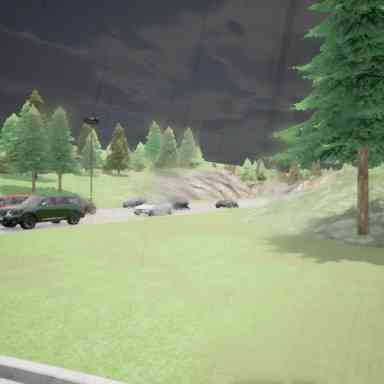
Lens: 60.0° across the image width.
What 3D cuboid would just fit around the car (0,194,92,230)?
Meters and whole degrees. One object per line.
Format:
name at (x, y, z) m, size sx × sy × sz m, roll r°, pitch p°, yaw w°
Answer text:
car at (-9.660, 1.222, 21.815) m, size 2.150 × 2.045 × 5.566 m, roll 0°, pitch 0°, yaw 31°

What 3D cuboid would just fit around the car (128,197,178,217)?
car at (-3.624, 1.526, 31.904) m, size 1.812 × 1.442 × 4.674 m, roll 0°, pitch 0°, yaw 31°

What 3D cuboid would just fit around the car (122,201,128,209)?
car at (-7.568, 1.525, 45.733) m, size 1.812 × 1.442 × 4.674 m, roll 0°, pitch 0°, yaw 31°

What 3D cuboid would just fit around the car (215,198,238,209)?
car at (4.804, 1.564, 45.900) m, size 1.994 × 1.385 × 4.181 m, roll 0°, pitch 0°, yaw 31°

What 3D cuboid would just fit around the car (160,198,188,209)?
car at (-2.478, 1.564, 47.396) m, size 1.994 × 1.385 × 4.181 m, roll 0°, pitch 0°, yaw 31°

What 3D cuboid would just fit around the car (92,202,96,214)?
car at (-11.556, 1.354, 32.284) m, size 2.097 × 1.767 × 4.553 m, roll 0°, pitch 0°, yaw 31°

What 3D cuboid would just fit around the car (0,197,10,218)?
car at (-18.159, 1.353, 28.064) m, size 2.097 × 1.767 × 4.553 m, roll 0°, pitch 0°, yaw 31°

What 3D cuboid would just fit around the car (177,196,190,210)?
car at (-2.173, 1.352, 41.128) m, size 2.097 × 1.767 × 4.553 m, roll 0°, pitch 0°, yaw 31°
